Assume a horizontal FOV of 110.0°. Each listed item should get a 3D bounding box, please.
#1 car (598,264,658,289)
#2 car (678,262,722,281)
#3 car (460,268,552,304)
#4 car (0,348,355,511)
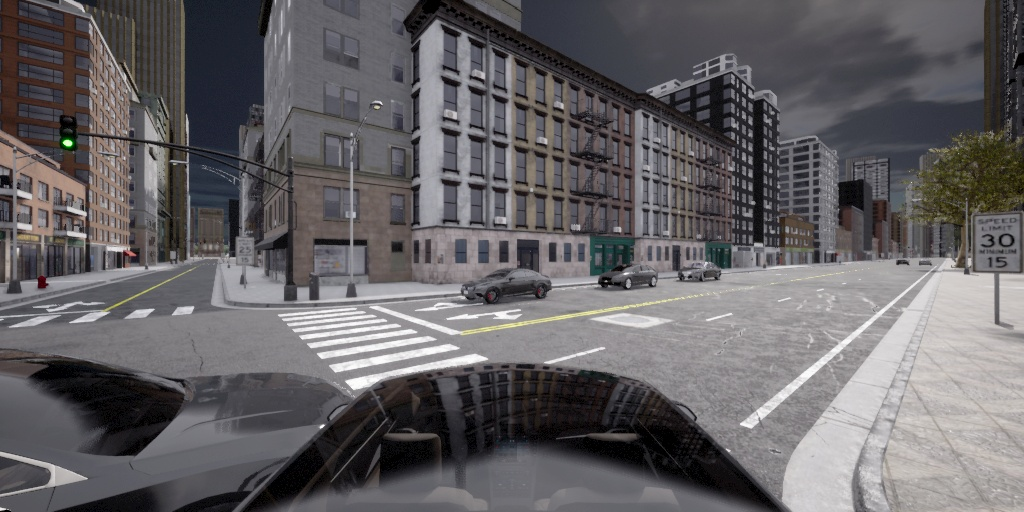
[{"bbox_3d":[7.497,1.257,22.953,4.892,1.490,1.837,0,0,-39],"label":"car"},{"bbox_3d":[15.463,1.234,29.477,4.902,1.511,2.128,0,0,-39],"label":"car"},{"bbox_3d":[-0.152,1.286,16.676,4.674,1.442,1.812,0,0,-39],"label":"car"},{"bbox_3d":[-3.234,1.257,1.683,4.892,1.490,1.837,0,0,-35],"label":"car"}]
